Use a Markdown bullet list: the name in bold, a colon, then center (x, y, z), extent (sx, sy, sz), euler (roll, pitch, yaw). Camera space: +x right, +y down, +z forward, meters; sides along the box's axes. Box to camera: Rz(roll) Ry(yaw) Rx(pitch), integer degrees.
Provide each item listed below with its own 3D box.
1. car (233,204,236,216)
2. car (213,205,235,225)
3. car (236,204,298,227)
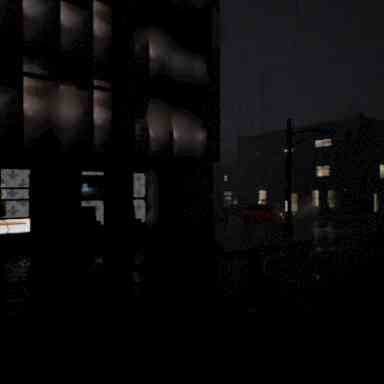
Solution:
- **car**: center (4.838, 2.090, 37.829), extent (2.008, 1.369, 4.403), euler (-1, 0, -37)
- **car**: center (1.218, 2.049, 28.233), extent (1.947, 1.339, 4.313), euler (-1, 0, -37)
- **car**: center (6.082, 1.756, 26.300), extent (2.097, 1.767, 4.553), euler (0, -1, -37)
